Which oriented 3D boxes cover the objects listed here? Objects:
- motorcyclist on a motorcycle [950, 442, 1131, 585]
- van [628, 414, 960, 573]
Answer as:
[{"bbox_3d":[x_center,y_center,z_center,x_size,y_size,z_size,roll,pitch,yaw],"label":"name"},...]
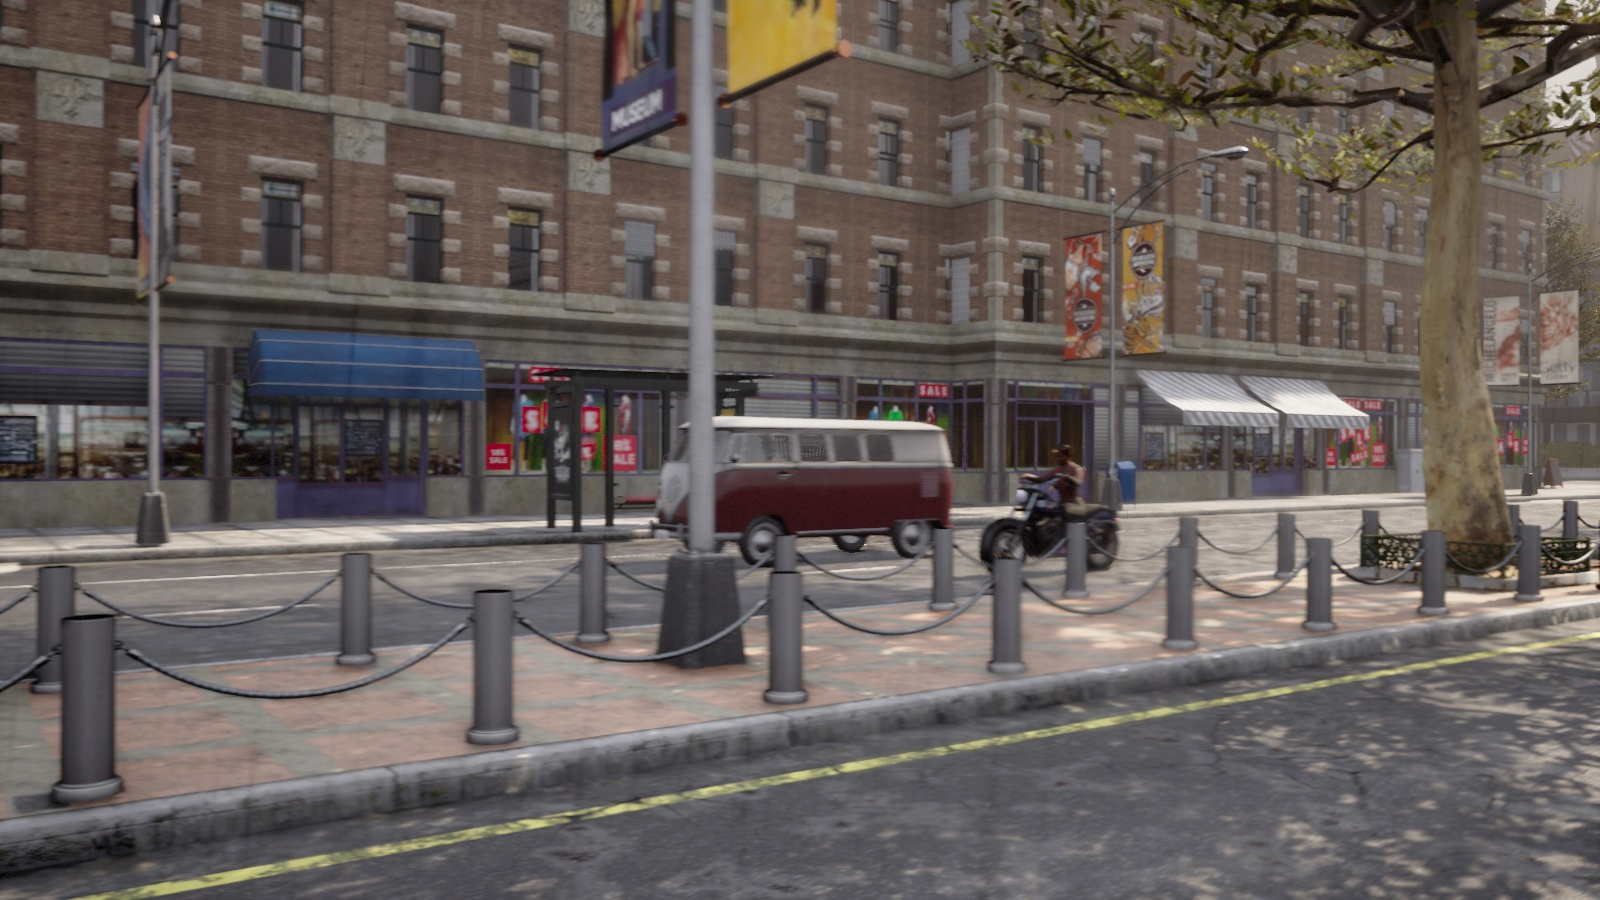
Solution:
[{"bbox_3d":[2.991,0.727,15.488,2.350,1.649,0.766,0,0,-35],"label":"motorcyclist on a motorcycle"},{"bbox_3d":[-0.016,0.541,17.660,4.442,1.987,1.775,0,0,-35],"label":"van"}]
